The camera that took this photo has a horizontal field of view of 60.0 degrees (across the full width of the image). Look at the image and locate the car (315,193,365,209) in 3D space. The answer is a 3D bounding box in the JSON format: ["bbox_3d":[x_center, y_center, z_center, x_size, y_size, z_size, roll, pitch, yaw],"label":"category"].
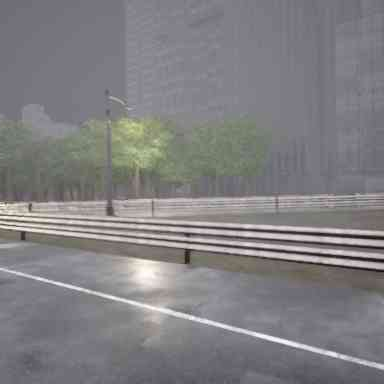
[{"bbox_3d":[14.845,0.938,33.375,4.892,1.490,1.837,-1,-1,-6],"label":"car"}]
